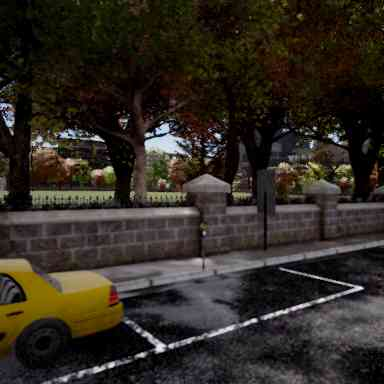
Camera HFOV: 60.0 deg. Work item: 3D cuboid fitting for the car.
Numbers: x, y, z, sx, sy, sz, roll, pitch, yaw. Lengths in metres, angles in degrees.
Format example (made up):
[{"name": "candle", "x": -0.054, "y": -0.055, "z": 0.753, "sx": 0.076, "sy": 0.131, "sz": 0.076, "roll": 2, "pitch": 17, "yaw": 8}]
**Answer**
[{"name": "car", "x": -3.323, "y": 1.522, "z": 4.190, "sx": 4.829, "sy": 1.417, "sz": 1.752, "roll": 1, "pitch": -1, "yaw": -35}]
